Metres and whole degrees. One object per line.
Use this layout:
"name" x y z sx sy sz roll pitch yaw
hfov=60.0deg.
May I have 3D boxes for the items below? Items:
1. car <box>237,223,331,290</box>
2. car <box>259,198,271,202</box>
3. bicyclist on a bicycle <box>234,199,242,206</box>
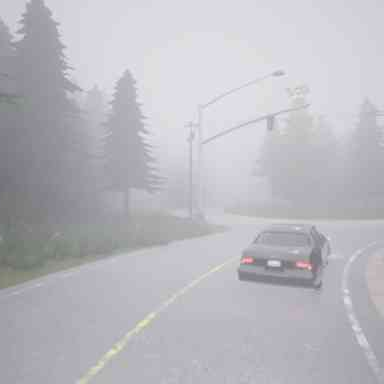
"car" 2.820 1.601 9.443 2.033 1.411 5.357 0 0 25
"car" 14.427 1.943 65.268 1.994 1.385 4.181 0 0 41
"bicyclist on a bicycle" 5.434 1.684 39.101 1.656 1.620 0.582 0 0 -6
